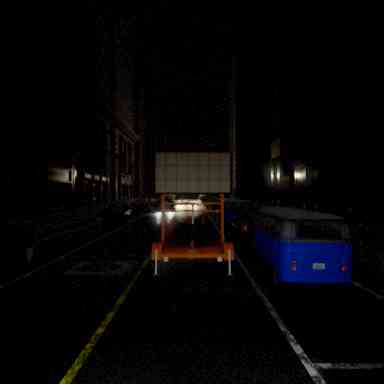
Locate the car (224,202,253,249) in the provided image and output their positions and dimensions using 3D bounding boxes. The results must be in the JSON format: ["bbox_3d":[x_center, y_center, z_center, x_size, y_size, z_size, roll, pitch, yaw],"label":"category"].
[{"bbox_3d":[2.716,1.438,14.537,1.967,1.590,4.097,1,0,0],"label":"car"}]

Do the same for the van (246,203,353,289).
[{"bbox_3d":[2.702,1.340,8.912,1.690,1.788,3.998,1,0,0],"label":"van"}]

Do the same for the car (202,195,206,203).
[{"bbox_3d":[2.804,1.516,48.284,1.887,1.381,4.507,1,0,0],"label":"car"}]

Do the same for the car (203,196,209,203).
[{"bbox_3d":[2.789,1.523,42.661,1.887,1.381,4.507,1,0,0],"label":"car"}]

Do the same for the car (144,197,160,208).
[{"bbox_3d":[-5.722,1.497,48.132,1.752,1.417,4.829,1,0,0],"label":"car"}]

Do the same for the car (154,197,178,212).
[{"bbox_3d":[-3.000,1.547,37.740,1.994,1.385,4.181,0,0,0],"label":"car"}]

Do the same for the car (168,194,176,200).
[{"bbox_3d":[-5.602,1.335,93.297,1.967,1.590,4.097,1,0,0],"label":"car"}]

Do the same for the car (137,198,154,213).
[{"bbox_3d":[-5.751,1.534,37.053,2.008,1.369,4.403,1,0,0],"label":"car"}]

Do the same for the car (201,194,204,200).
[{"bbox_3d":[2.819,1.509,53.910,1.887,1.381,4.507,1,0,0],"label":"car"}]

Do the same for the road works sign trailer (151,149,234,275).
[{"bbox_3d":[0.028,0.463,10.379,2.380,3.560,2.880,0,0,0],"label":"road works sign trailer"}]

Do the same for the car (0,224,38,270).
[{"bbox_3d":[-5.826,1.544,8.931,1.887,1.381,4.507,1,0,0],"label":"car"}]

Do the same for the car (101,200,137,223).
[{"bbox_3d":[-5.781,1.537,25.805,1.887,1.381,4.507,1,0,0],"label":"car"}]

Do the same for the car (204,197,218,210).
[{"bbox_3d":[2.774,1.534,37.036,2.008,1.369,4.403,1,0,0],"label":"car"}]

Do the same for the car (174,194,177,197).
[{"bbox_3d":[-5.618,1.472,87.673,1.947,1.339,4.313,1,0,0],"label":"car"}]

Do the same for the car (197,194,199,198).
[{"bbox_3d":[2.893,1.461,82.034,1.887,1.381,4.507,1,0,0],"label":"car"}]

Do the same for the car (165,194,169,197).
[{"bbox_3d":[-5.692,1.538,59.551,1.802,1.307,4.206,1,0,0],"label":"car"}]

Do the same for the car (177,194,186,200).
[{"bbox_3d":[-2.762,1.465,90.391,1.994,1.385,4.181,0,0,0],"label":"car"}]

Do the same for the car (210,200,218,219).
[{"bbox_3d":[2.744,1.543,25.787,2.008,1.369,4.403,1,0,0],"label":"car"}]

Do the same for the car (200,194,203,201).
[{"bbox_3d":[2.834,1.501,59.534,1.887,1.381,4.507,1,0,0],"label":"car"}]

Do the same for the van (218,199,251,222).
[{"bbox_3d":[2.731,1.336,20.162,1.690,1.788,3.998,1,0,0],"label":"van"}]

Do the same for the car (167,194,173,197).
[{"bbox_3d":[-5.661,1.378,70.800,1.967,1.590,4.097,1,0,0],"label":"car"}]
